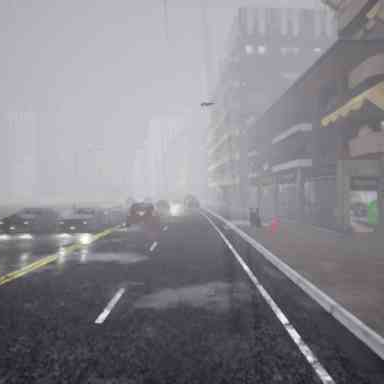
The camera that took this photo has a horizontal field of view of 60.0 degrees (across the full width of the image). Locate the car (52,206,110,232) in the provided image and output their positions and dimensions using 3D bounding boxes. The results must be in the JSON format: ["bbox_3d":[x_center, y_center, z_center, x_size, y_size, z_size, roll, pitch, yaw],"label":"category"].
[{"bbox_3d":[-6.654,1.627,21.129,2.033,1.411,5.357,0,0,-1],"label":"car"}]

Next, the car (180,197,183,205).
[{"bbox_3d":[-0.417,1.454,56.860,2.150,2.045,5.566,0,0,-4],"label":"car"}]

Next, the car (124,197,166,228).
[{"bbox_3d":[-3.241,1.439,23.209,2.097,1.767,4.553,0,0,-1],"label":"car"}]

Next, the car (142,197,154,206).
[{"bbox_3d":[-8.377,1.734,63.271,1.882,1.535,5.008,0,0,-4],"label":"car"}]

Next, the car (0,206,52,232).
[{"bbox_3d":[-9.902,1.626,20.979,2.033,1.411,5.357,0,0,-1],"label":"car"}]

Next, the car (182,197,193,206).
[{"bbox_3d":[-0.845,1.711,63.058,1.801,1.575,5.366,0,0,-4],"label":"car"}]

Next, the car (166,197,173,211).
[{"bbox_3d":[-3.851,1.699,43.860,1.812,1.442,4.674,0,0,-3],"label":"car"}]

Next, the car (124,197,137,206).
[{"bbox_3d":[-11.616,1.757,63.001,1.837,1.490,4.892,0,0,-4],"label":"car"}]

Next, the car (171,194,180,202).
[{"bbox_3d":[-3.377,1.770,81.232,1.994,1.385,4.181,0,0,-6],"label":"car"}]

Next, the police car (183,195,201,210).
[{"bbox_3d":[0.153,1.611,46.868,1.930,1.638,5.238,0,0,-3],"label":"police car"}]
